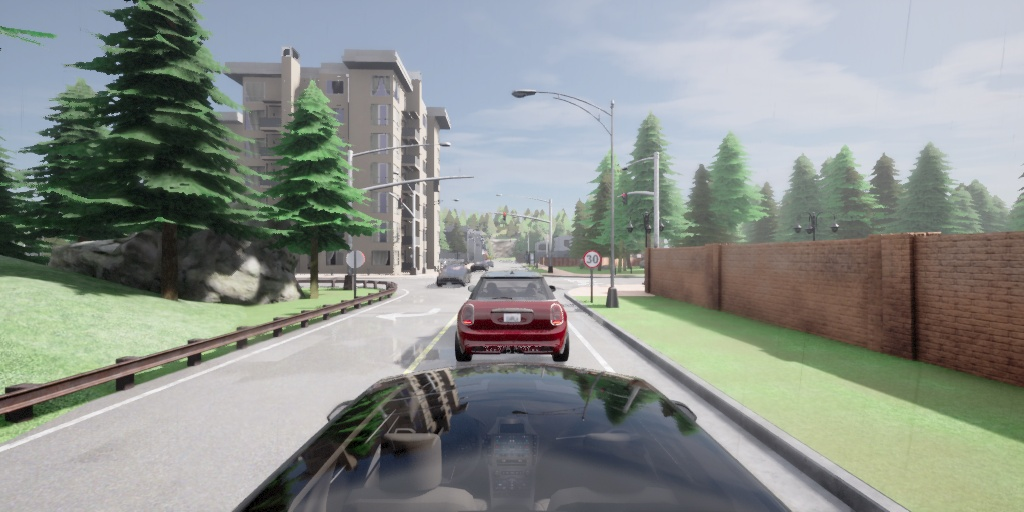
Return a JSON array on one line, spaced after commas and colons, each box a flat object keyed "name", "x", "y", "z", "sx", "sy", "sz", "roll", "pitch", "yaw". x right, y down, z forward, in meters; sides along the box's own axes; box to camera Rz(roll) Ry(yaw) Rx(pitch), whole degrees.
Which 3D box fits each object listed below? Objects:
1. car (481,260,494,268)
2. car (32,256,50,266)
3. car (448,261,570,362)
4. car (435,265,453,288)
[{"name": "car", "x": -4.110, "y": 1.314, "z": 60.354, "sx": 1.994, "sy": 1.385, "sz": 4.181, "roll": 0, "pitch": 0, "yaw": 0}, {"name": "car", "x": -30.940, "y": 0.987, "z": 24.700, "sx": 5.566, "sy": 2.045, "sz": 2.150, "roll": 0, "pitch": 0, "yaw": -1}, {"name": "car", "x": 0.002, "y": 1.102, "z": 8.402, "sx": 2.097, "sy": 1.767, "sz": 4.553, "roll": 0, "pitch": 0, "yaw": 0}, {"name": "car", "x": -3.808, "y": 1.299, "z": 24.255, "sx": 2.033, "sy": 1.411, "sz": 5.357, "roll": 0, "pitch": 0, "yaw": -1}]
